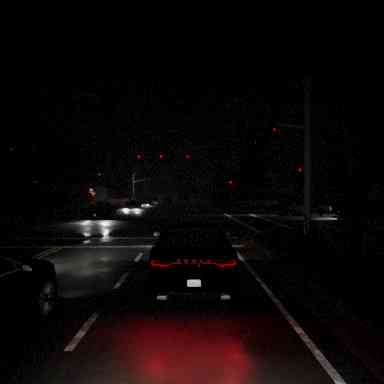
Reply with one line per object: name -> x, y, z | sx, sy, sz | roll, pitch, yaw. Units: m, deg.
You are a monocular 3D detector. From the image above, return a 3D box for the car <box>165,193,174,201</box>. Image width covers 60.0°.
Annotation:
car -> -5.695, 1.270, 85.188 | 2.097, 1.767, 4.553 | 0, 0, -1

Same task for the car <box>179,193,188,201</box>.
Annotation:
car -> -2.190, 1.225, 85.017 | 2.150, 2.045, 5.566 | 0, 0, -1

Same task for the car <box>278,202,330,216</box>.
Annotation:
car -> 10.863, 1.601, 32.391 | 4.718, 1.301, 1.895 | 0, 0, -2

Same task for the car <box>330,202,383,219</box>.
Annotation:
car -> 14.759, 1.564, 29.002 | 4.181, 1.385, 1.994 | 0, 0, -2

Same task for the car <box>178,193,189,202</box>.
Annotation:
car -> -1.907, 1.225, 74.284 | 2.150, 2.045, 5.566 | 0, 0, -1

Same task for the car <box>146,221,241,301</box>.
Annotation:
car -> 0.000, 1.478, 8.420 | 1.882, 1.535, 5.008 | 0, 0, -1

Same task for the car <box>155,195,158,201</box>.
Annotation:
car -> -8.989, 1.380, 77.149 | 1.882, 1.535, 5.008 | 0, 0, -1

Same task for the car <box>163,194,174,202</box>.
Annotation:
car -> -5.422, 1.533, 74.583 | 2.033, 1.411, 5.357 | 0, 0, -1

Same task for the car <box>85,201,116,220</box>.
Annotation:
car -> -7.708, 1.526, 28.360 | 1.812, 1.442, 4.674 | 0, 0, -2

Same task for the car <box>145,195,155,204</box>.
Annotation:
car -> -8.657, 1.493, 61.931 | 2.128, 1.511, 4.902 | 0, 0, -1

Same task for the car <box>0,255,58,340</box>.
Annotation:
car -> -3.468, 1.492, 4.428 | 2.128, 1.511, 4.902 | 0, 0, 0

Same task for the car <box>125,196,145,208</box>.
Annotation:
car -> -8.318, 1.601, 47.489 | 1.895, 1.301, 4.718 | 0, 0, -1
